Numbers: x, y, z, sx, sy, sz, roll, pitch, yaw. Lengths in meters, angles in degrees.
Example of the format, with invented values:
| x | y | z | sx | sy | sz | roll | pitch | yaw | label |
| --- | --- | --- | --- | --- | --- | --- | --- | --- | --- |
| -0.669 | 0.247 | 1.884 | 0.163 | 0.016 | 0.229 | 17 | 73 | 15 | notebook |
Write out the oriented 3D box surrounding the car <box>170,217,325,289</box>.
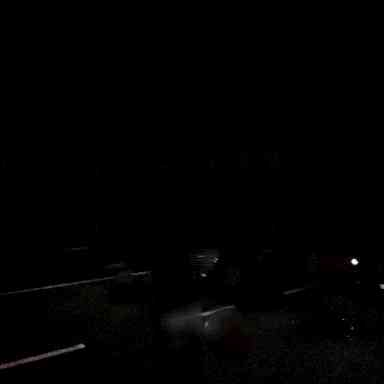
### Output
| x | y | z | sx | sy | sz | roll | pitch | yaw | label |
| --- | --- | --- | --- | --- | --- | --- | --- | --- | --- |
| 1.736 | 1.522 | 9.509 | 5.008 | 1.535 | 1.882 | 0 | 0 | -35 | car |

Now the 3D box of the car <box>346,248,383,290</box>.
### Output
| x | y | z | sx | sy | sz | roll | pitch | yaw | label |
| --- | --- | --- | --- | --- | --- | --- | --- | --- | --- |
| 5.807 | 1.662 | 8.103 | 4.718 | 1.301 | 1.895 | 0 | 0 | -35 | car |
